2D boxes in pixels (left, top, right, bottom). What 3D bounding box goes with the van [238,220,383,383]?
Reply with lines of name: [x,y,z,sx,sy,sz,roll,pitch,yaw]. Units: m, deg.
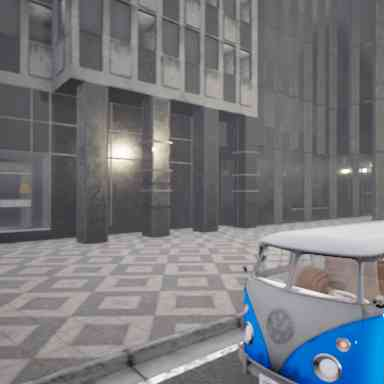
van: [2.400,1.344,4.509,3.998,1.788,1.690,0,0,-38]
